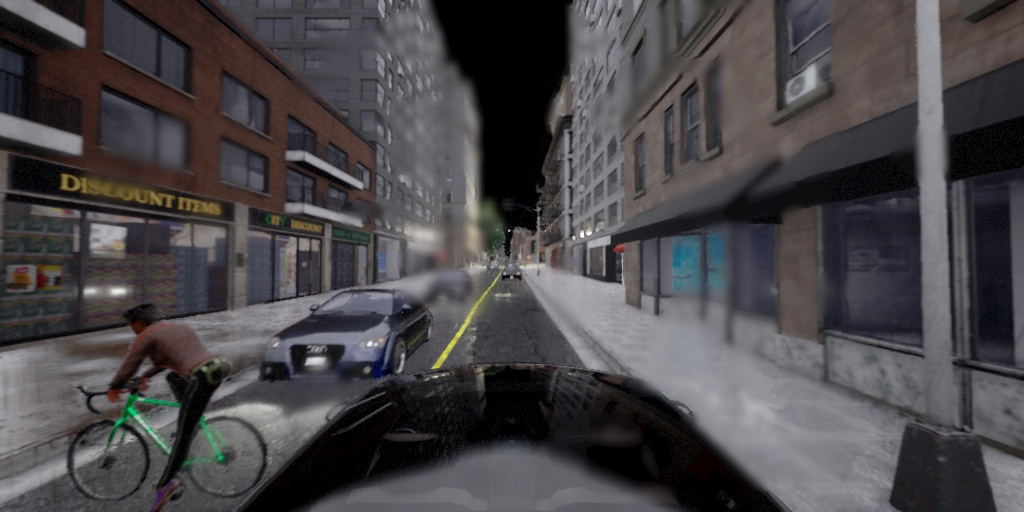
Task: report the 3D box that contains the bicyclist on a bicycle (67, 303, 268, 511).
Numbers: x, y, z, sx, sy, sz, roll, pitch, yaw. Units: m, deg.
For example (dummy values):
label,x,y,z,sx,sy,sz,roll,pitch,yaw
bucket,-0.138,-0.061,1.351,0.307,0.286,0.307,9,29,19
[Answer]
label,x,y,z,sx,sy,sz,roll,pitch,yaw
bicyclist on a bicycle,-2.853,1.216,2.960,1.656,1.620,0.582,-2,-1,0

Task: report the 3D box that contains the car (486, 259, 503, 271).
label,x,y,z,sx,sy,sz,roll,pitch,yaw
car,-3.010,1.589,56.528,2.128,1.511,4.902,0,0,0

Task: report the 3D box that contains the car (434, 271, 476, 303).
label,x,y,z,sx,sy,sz,roll,pitch,yaw
car,-2.891,1.430,17.792,2.033,1.411,5.357,0,0,0

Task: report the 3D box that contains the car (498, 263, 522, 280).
label,x,y,z,sx,sy,sz,roll,pitch,yaw
car,0.003,1.589,33.901,1.895,1.301,4.718,0,0,1

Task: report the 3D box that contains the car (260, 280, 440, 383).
label,x,y,z,sx,sy,sz,roll,pitch,yaw
car,-2.876,1.362,7.191,1.994,1.385,4.181,0,0,-1
